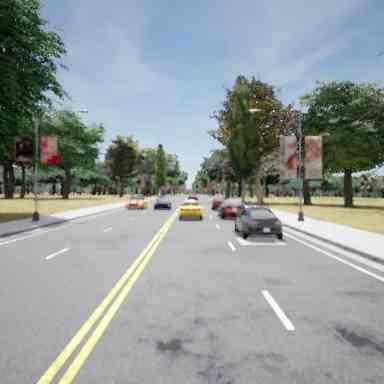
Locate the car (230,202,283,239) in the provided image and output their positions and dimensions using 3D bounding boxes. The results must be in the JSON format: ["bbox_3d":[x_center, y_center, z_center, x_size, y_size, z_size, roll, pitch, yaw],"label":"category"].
[{"bbox_3d":[3.253,1.479,16.778,1.812,1.442,4.674,0,0,0],"label":"car"}]

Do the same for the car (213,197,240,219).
[{"bbox_3d":[3.255,1.392,27.808,2.163,1.488,4.792,0,0,0],"label":"car"}]

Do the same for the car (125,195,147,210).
[{"bbox_3d":[-6.590,1.172,39.485,2.097,1.767,4.553,0,0,0],"label":"car"}]

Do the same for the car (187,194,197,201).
[{"bbox_3d":[0.011,1.229,75.226,2.033,1.411,5.357,0,0,0],"label":"car"}]

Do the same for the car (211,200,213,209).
[{"bbox_3d":[3.256,1.303,38.780,1.882,1.535,5.008,0,0,0],"label":"car"}]

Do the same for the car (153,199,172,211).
[{"bbox_3d":[-3.343,1.426,38.569,1.895,1.301,4.718,0,0,0],"label":"car"}]

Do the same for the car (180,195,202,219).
[{"bbox_3d":[-0.075,1.341,28.057,1.801,1.575,5.366,0,0,1],"label":"car"}]
